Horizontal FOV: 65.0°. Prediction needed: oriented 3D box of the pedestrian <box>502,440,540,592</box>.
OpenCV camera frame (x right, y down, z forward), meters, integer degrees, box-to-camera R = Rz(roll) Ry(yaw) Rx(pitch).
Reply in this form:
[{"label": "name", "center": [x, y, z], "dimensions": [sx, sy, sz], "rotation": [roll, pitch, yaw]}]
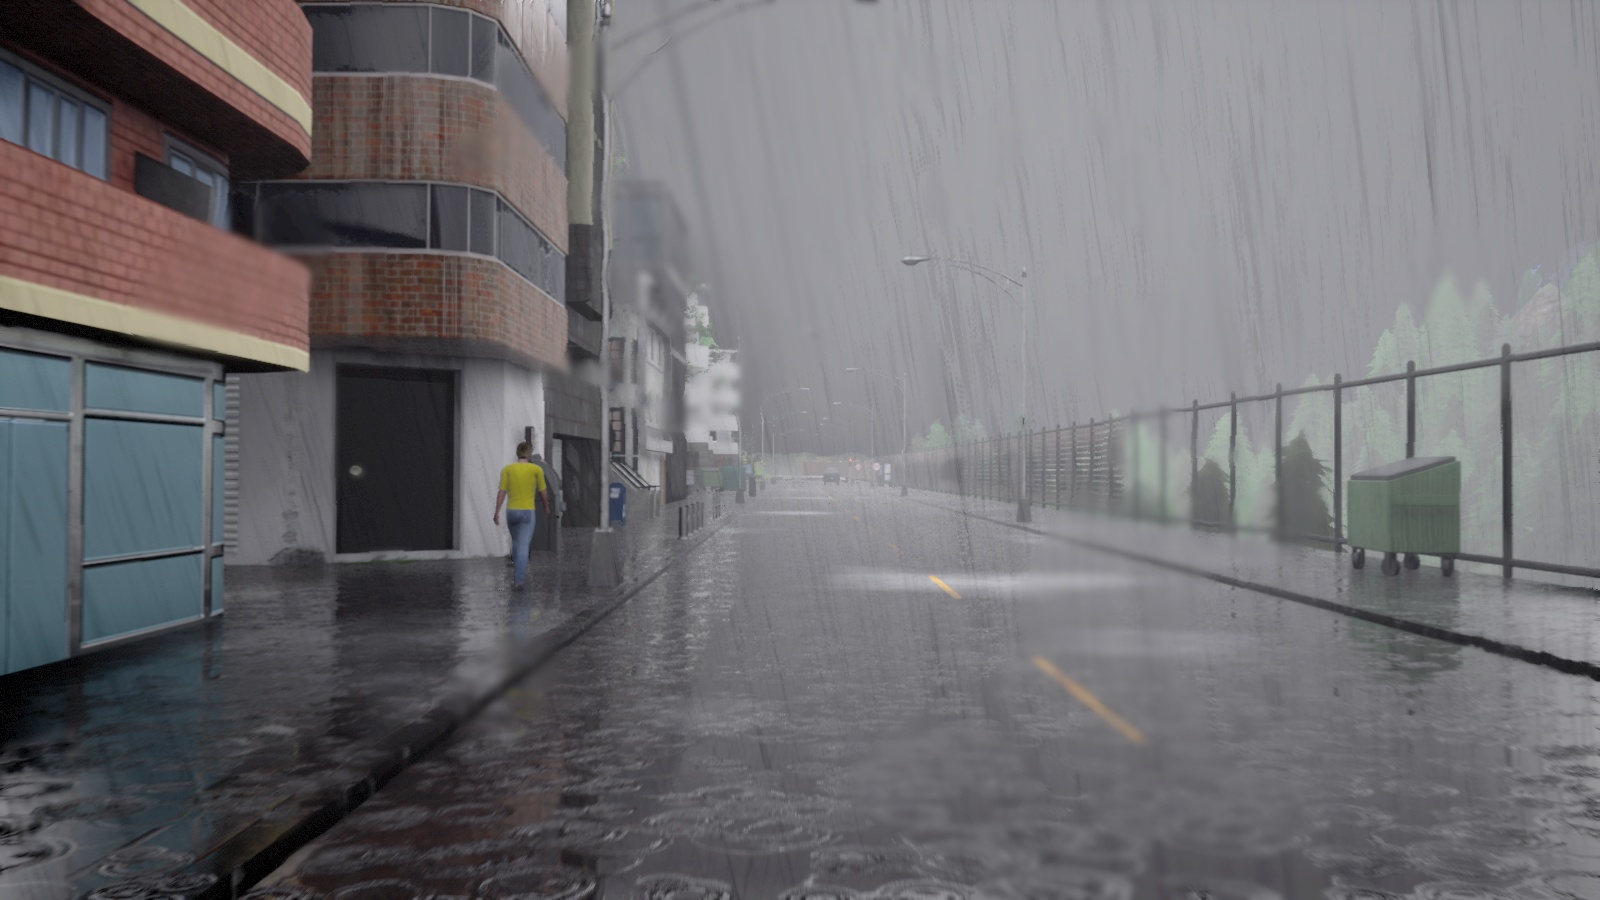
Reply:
[{"label": "pedestrian", "center": [-3.444, 0.798, 15.506], "dimensions": [0.354, 1.836, 0.706], "rotation": [0, -1, -4]}]
